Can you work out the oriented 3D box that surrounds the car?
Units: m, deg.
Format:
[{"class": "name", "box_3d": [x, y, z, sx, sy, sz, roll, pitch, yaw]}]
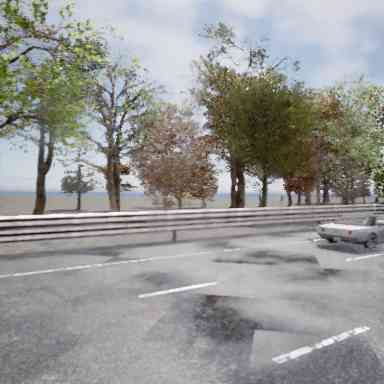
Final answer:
[{"class": "car", "box_3d": [7.726, 1.605, 14.474, 4.718, 1.301, 1.895, 0, 0, -31]}]
